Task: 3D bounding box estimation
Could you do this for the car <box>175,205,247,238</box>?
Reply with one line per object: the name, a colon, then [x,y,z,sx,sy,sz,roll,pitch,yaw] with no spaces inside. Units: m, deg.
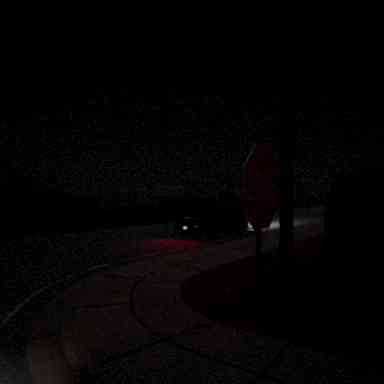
car: [1.141,1.416,17.202,2.128,1.511,4.902,0,0,37]
